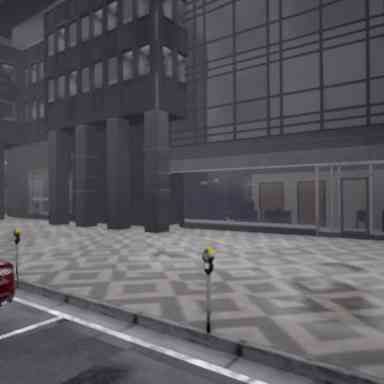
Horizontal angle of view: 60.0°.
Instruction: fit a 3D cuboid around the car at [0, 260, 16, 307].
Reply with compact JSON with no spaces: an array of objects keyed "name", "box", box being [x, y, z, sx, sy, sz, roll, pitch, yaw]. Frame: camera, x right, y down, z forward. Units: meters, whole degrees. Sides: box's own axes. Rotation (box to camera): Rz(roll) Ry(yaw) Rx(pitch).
[{"name":"car","box":[-5.393,1.622,6.806,4.507,1.381,1.887,-1,0,35]}]
